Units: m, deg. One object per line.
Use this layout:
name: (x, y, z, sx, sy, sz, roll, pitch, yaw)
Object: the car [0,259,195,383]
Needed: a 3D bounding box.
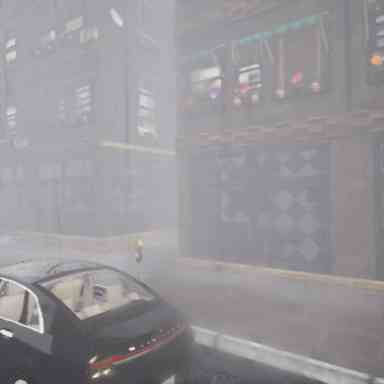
car: (-2.025, 1.570, 4.331, 4.403, 1.369, 2.008, 0, -1, 36)
